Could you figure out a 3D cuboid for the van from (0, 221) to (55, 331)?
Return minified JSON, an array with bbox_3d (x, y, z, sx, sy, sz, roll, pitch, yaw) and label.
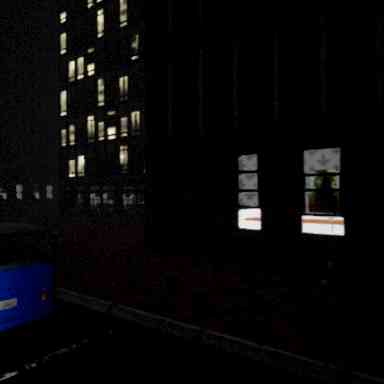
[{"bbox_3d":[-4.120,1.365,5.824,3.998,1.788,1.690,0,0,36],"label":"van"}]
